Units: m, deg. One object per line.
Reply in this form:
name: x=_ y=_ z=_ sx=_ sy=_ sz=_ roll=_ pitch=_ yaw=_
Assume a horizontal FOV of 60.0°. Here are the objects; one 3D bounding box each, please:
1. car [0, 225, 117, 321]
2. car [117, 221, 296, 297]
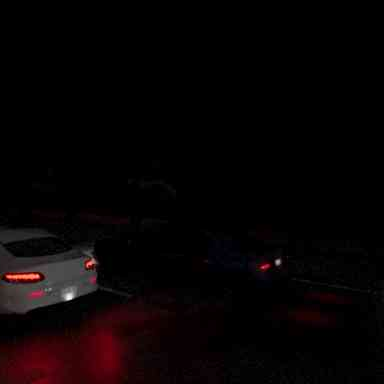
car: x=-3.877 y=1.414 z=6.792 sx=4.674 sy=1.442 sz=1.812 roll=1 pitch=1 yaw=36
car: x=-0.213 y=1.477 z=8.464 sx=5.357 sy=1.411 sz=2.033 roll=2 pitch=1 yaw=36
